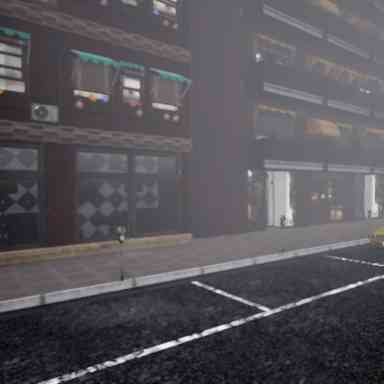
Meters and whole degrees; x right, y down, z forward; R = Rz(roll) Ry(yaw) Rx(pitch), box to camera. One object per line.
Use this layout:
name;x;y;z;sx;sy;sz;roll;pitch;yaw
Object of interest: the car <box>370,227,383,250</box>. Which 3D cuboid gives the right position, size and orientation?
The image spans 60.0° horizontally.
car;8.599;1.432;12.701;4.829;1.417;1.752;0;0;-36
